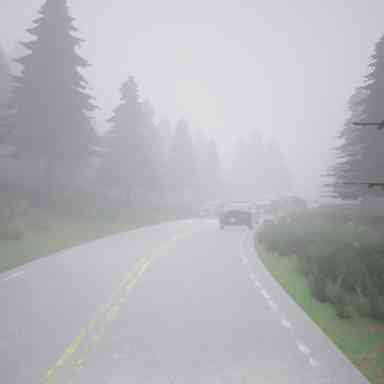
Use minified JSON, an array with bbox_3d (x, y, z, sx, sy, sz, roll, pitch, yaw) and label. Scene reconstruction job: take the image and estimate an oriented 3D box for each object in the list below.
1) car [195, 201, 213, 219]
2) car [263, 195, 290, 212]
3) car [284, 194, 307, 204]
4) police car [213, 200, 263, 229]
[{"bbox_3d":[1.960,1.512,28.847,1.837,1.490,4.892,-3,-1,28],"label":"car"},{"bbox_3d":[6.953,1.341,29.588,1.812,1.442,4.674,-3,-1,31],"label":"car"},{"bbox_3d":[10.156,1.059,34.232,2.097,1.767,4.553,-4,-1,39],"label":"car"},{"bbox_3d":[3.076,1.351,21.097,1.930,1.638,5.238,-1,0,18],"label":"police car"}]
